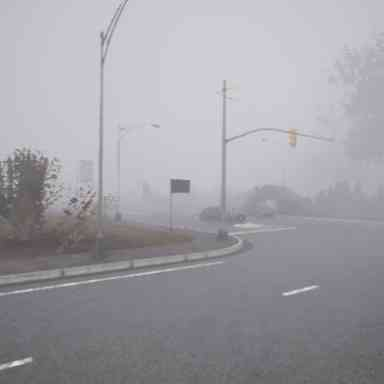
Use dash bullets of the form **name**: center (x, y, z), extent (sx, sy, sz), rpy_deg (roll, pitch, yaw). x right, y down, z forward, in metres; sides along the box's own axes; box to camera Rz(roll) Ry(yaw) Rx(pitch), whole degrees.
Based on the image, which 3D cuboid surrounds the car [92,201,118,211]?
- **car**: center (-11.562, 1.782, 44.272), extent (1.895, 1.301, 4.718), rpy_deg (1, 0, -39)

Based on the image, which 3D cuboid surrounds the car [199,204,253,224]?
- **car**: center (2.451, 1.762, 26.777), extent (1.994, 1.385, 4.181), rpy_deg (1, 0, -39)

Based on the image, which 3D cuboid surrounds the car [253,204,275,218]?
- **car**: center (6.213, 1.844, 33.434), extent (1.994, 1.385, 4.181), rpy_deg (1, -1, -39)
